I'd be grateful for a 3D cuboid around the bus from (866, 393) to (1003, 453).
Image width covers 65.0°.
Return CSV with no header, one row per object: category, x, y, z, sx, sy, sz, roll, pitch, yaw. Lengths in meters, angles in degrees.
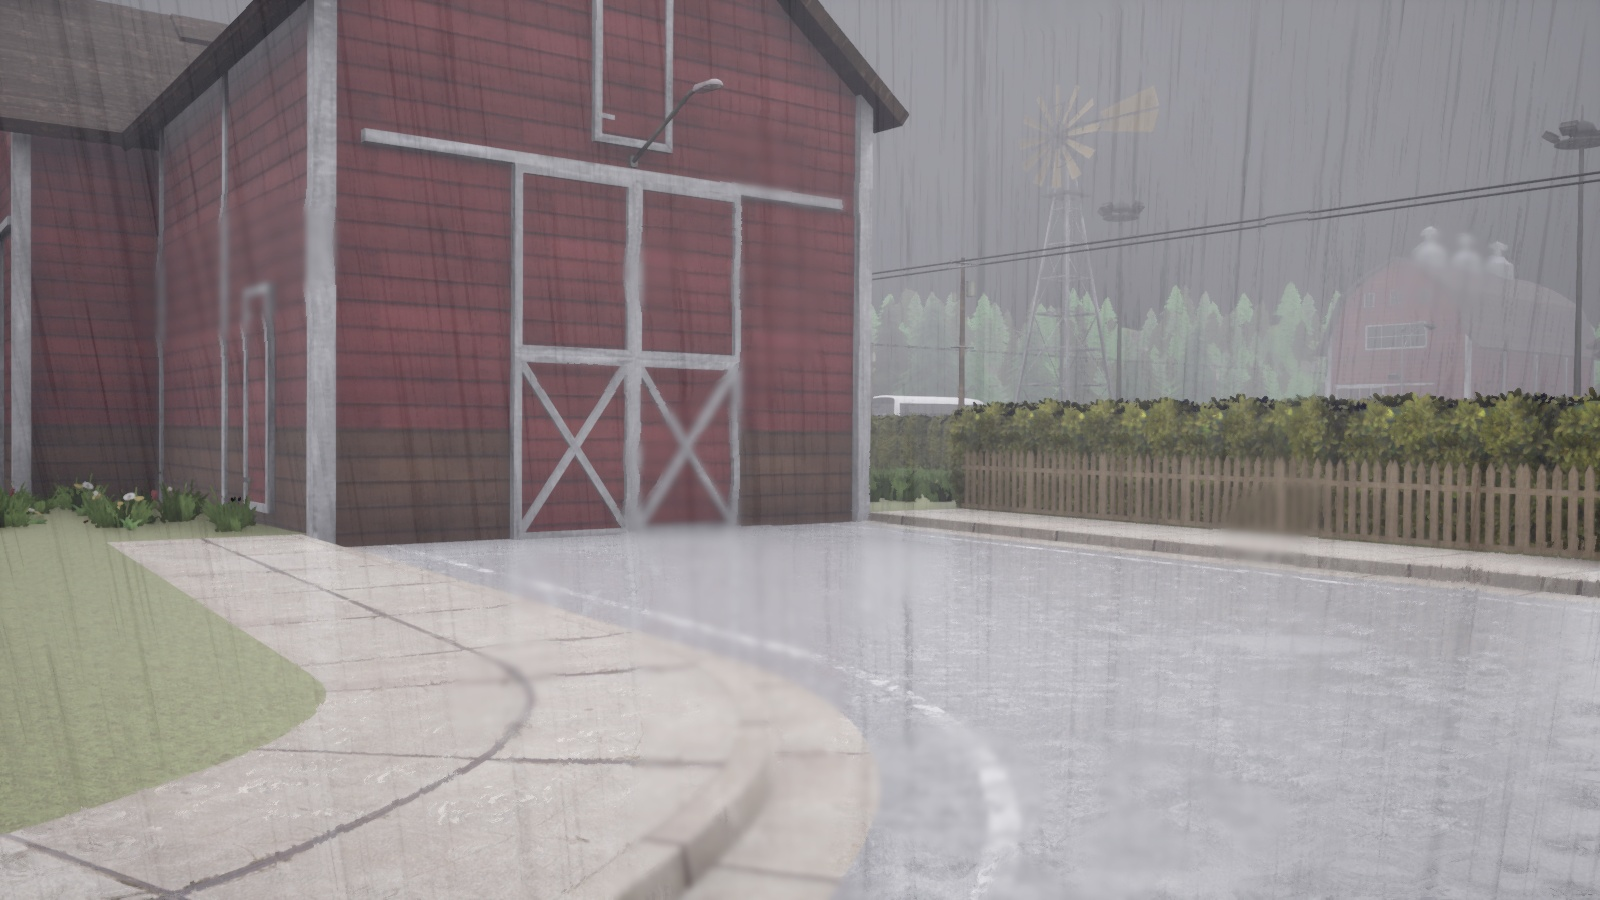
bus,10.169,-2.078,94.177,10.273,4.253,3.944,-2,1,-37
